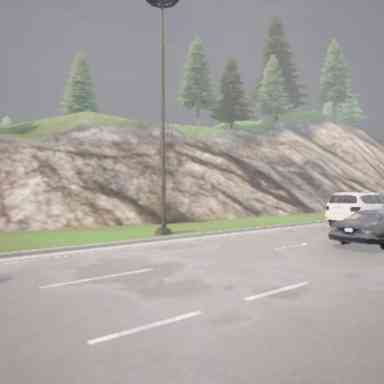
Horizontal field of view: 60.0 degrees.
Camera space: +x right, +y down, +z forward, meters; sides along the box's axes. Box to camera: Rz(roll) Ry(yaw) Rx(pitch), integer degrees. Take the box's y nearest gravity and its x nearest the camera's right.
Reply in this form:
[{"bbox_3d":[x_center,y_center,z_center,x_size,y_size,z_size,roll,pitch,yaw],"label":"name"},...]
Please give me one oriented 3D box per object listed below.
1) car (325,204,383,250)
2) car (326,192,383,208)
[{"bbox_3d":[7.770,1.414,13.621,5.357,1.411,2.033,-1,0,-36],"label":"car"},{"bbox_3d":[10.153,1.037,19.631,5.566,2.045,2.150,-1,0,-36],"label":"car"}]
